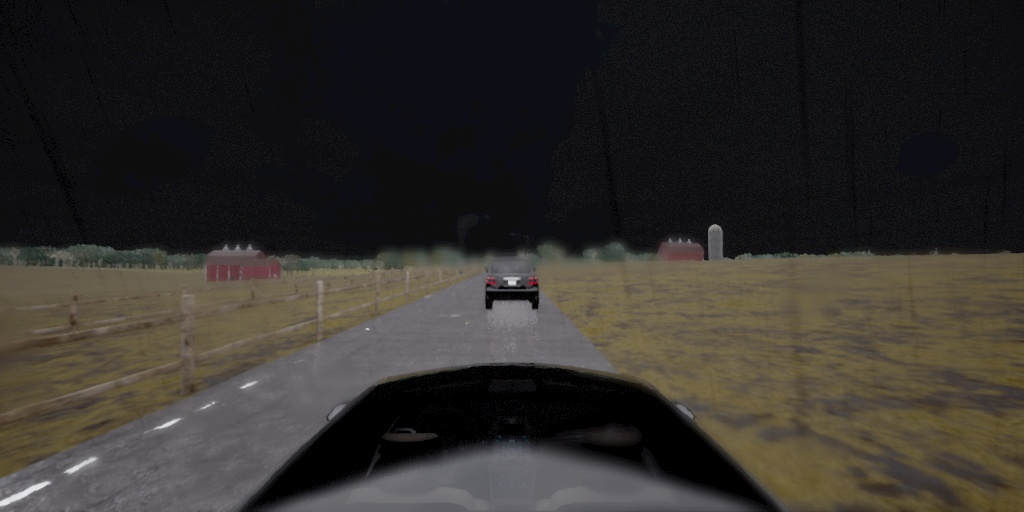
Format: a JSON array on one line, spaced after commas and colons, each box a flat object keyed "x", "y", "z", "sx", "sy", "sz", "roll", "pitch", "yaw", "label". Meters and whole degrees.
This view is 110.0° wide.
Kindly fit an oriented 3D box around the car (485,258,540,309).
[{"x": 0.007, "y": 1.106, "z": 15.897, "sx": 2.150, "sy": 2.045, "sz": 5.566, "roll": 0, "pitch": 0, "yaw": 0, "label": "car"}]
